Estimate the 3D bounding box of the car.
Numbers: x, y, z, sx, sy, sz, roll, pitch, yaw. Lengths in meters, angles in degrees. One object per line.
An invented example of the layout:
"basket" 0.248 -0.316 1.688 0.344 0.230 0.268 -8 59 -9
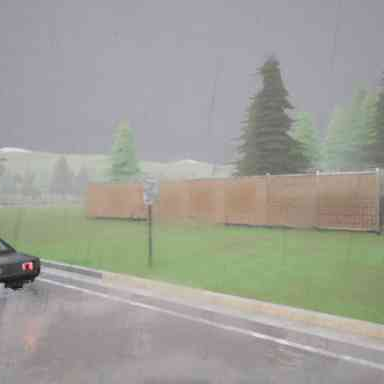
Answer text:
"car" -5.821 1.702 8.149 4.718 1.301 1.895 -1 0 36
